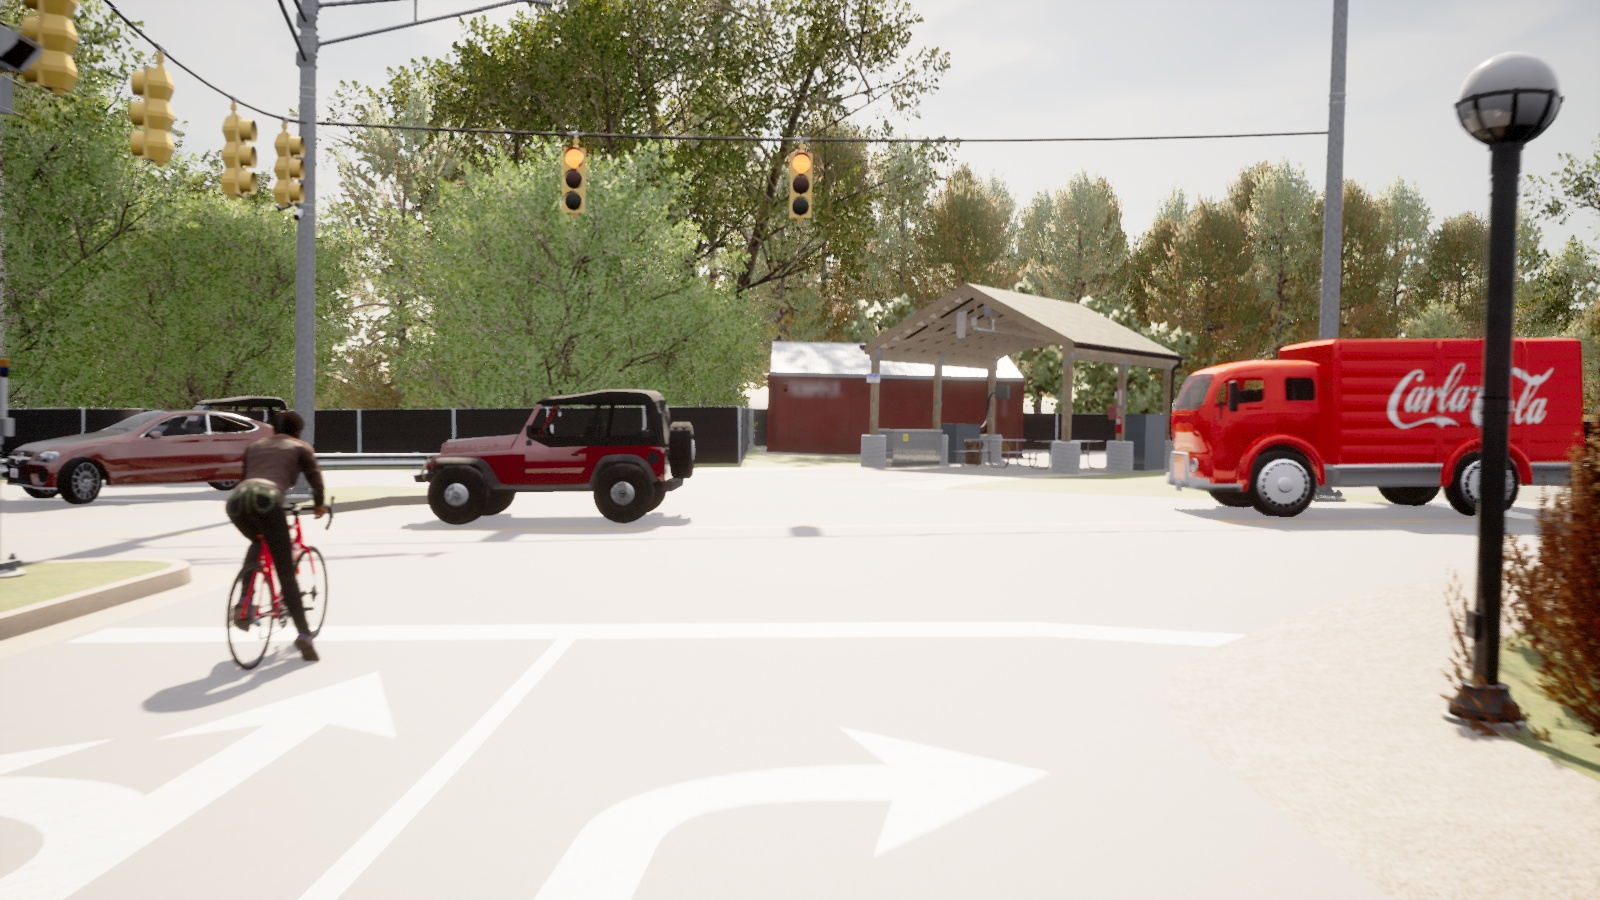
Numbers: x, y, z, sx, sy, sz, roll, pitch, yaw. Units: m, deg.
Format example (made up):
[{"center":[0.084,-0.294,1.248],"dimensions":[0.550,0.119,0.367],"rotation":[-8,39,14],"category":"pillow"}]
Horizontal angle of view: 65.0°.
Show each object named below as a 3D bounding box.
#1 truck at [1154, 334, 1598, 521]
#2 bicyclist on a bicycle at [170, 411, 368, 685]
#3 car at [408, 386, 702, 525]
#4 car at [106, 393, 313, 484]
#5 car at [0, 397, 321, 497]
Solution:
[{"center":[8.065,-0.329,18.128],"dimensions":[5.204,2.467,2.627],"rotation":[0,2,1],"category":"truck"},{"center":[-3.430,0.561,8.271],"dimensions":[0.582,1.620,1.656],"rotation":[0,2,0],"category":"bicyclist on a bicycle"},{"center":[-3.447,0.057,18.245],"dimensions":[3.866,1.878,1.905],"rotation":[-1,2,0],"category":"car"},{"center":[-13.074,-0.292,27.866],"dimensions":[3.866,1.878,1.905],"rotation":[-1,3,-35],"category":"car"},{"center":[-11.850,-0.112,23.398],"dimensions":[2.152,1.651,5.027],"rotation":[3,3,42],"category":"car"}]
